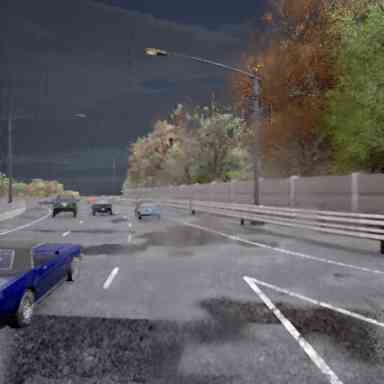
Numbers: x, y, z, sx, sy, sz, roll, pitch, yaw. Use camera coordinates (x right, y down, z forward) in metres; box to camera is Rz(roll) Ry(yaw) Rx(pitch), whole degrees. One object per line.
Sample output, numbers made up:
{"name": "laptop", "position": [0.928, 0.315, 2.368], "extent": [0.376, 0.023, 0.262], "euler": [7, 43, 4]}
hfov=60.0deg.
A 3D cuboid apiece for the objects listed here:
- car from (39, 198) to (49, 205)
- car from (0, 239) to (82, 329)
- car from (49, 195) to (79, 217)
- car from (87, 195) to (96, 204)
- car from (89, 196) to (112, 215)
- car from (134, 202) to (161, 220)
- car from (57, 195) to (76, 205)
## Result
{"name": "car", "position": [-26.732, 1.729, 61.183], "extent": [1.994, 1.385, 4.181], "euler": [0, 0, -38]}
{"name": "car", "position": [-3.750, 1.624, 6.858], "extent": [1.895, 1.301, 4.718], "euler": [0, 0, -4]}
{"name": "car", "position": [-12.539, 1.298, 33.103], "extent": [2.150, 2.045, 5.566], "euler": [0, 0, -18]}
{"name": "car", "position": [-19.151, 1.448, 64.683], "extent": [2.097, 1.767, 4.553], "euler": [0, 0, -22]}
{"name": "car", "position": [-9.410, 1.533, 34.662], "extent": [1.882, 1.535, 5.008], "euler": [0, 0, -18]}
{"name": "car", "position": [-3.928, 1.568, 28.898], "extent": [2.033, 1.411, 5.357], "euler": [0, 0, -15]}
{"name": "car", "position": [-23.854, 1.479, 63.174], "extent": [2.097, 1.767, 4.553], "euler": [0, 0, -38]}
